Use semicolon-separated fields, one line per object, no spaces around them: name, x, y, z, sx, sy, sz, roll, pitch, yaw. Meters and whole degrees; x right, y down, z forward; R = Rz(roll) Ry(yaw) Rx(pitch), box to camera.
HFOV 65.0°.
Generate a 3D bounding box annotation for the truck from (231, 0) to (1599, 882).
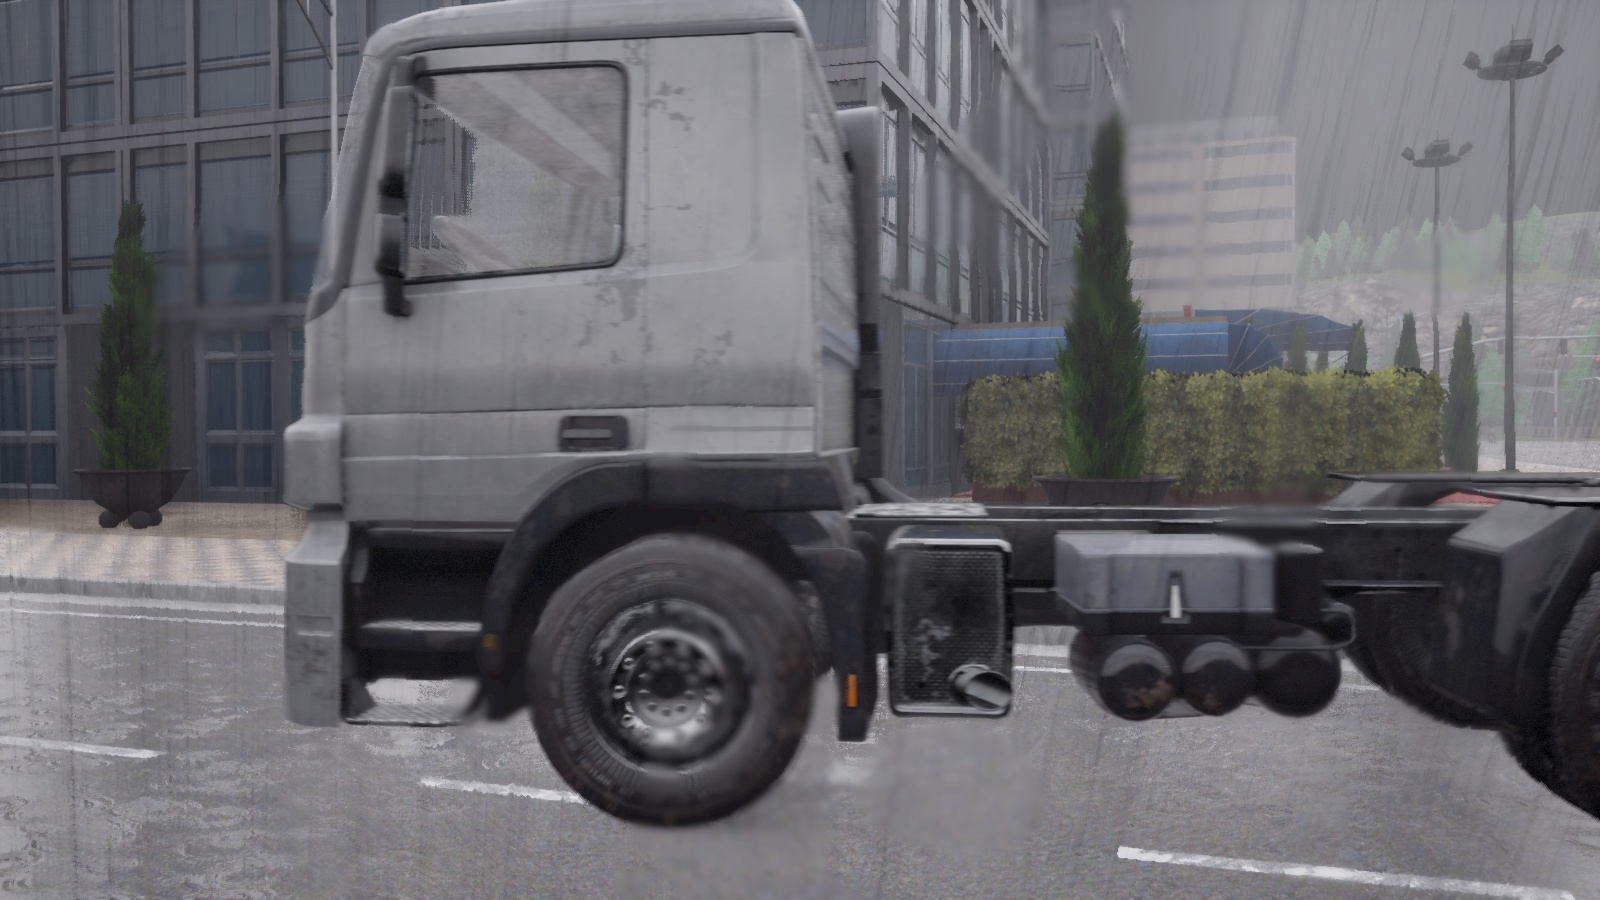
truck;1.858;-0.244;5.945;7.936;3.462;2.891;0;1;7
